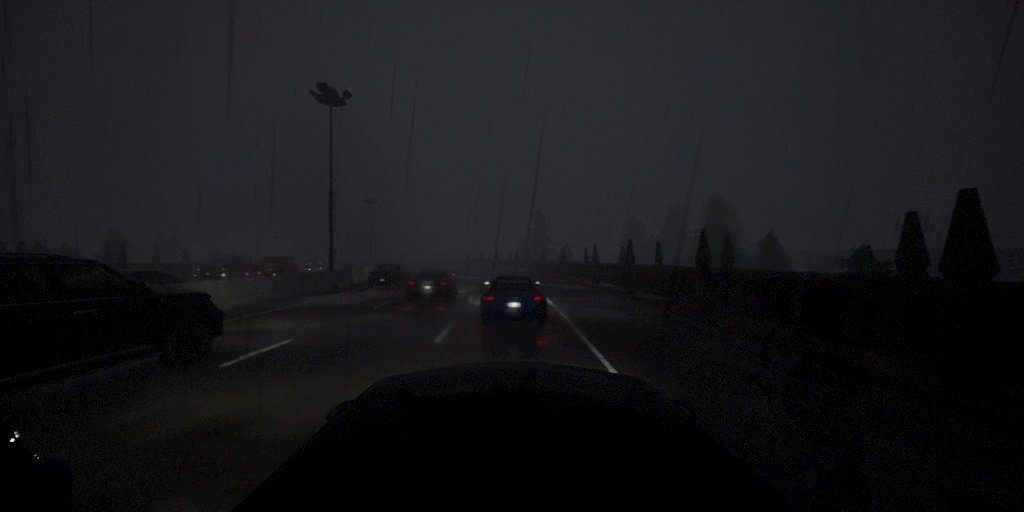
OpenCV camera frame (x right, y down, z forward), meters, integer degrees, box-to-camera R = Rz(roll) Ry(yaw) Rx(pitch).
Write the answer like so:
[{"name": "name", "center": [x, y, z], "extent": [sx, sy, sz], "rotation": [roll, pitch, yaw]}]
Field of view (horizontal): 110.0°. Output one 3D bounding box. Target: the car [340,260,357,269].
[{"name": "car", "center": [-24.164, 1.363, 52.900], "extent": [1.837, 1.490, 4.892], "rotation": [0, 0, -26]}]

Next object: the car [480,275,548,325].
[{"name": "car", "center": [0.021, 1.313, 11.864], "extent": [1.994, 1.385, 4.181], "rotation": [0, 0, -1]}]

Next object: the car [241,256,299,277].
[{"name": "car", "center": [-19.716, 1.003, 29.866], "extent": [2.150, 2.045, 5.566], "rotation": [0, -1, -13]}]

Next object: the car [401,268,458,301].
[{"name": "car", "center": [-3.725, 1.315, 17.291], "extent": [1.994, 1.385, 4.181], "rotation": [0, 0, -3]}]

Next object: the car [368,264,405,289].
[{"name": "car", "center": [-7.787, 1.235, 23.231], "extent": [1.882, 1.535, 5.008], "rotation": [0, 0, -6]}]

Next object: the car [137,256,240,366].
[{"name": "car", "center": [-6.901, 0.971, 4.838], "extent": [2.150, 2.045, 5.566], "rotation": [0, 0, 0]}]

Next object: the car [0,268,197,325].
[{"name": "car", "center": [-14.248, 1.254, 12.809], "extent": [1.837, 1.490, 4.892], "rotation": [0, 0, -2]}]
